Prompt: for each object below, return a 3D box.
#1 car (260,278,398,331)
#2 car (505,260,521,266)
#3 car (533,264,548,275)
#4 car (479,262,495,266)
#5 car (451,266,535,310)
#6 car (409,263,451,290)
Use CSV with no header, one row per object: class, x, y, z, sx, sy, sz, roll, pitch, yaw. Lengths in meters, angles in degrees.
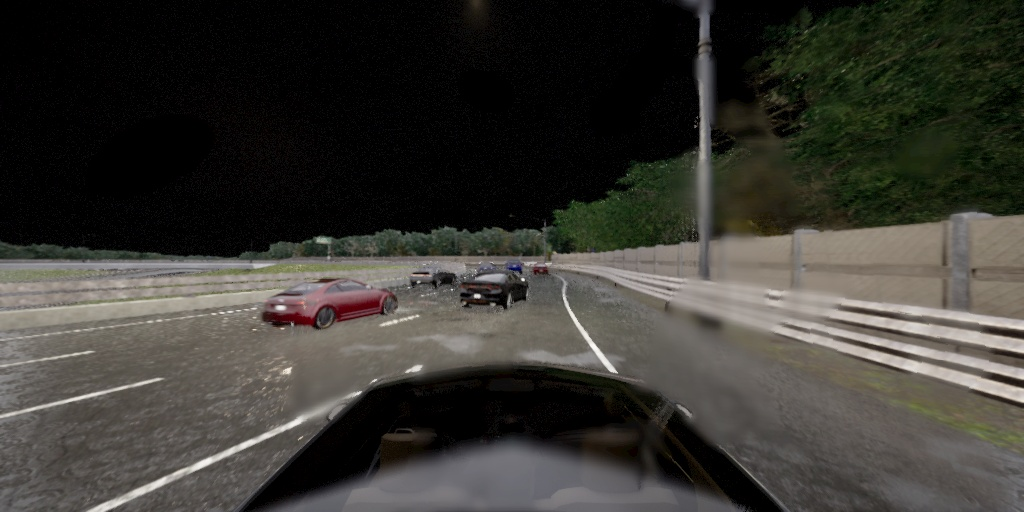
car,-5.597,1.394,11.567,1.994,1.385,4.181,0,-1,19
car,0.177,1.525,51.787,2.150,2.045,5.566,1,-1,-3
car,3.734,1.768,48.929,1.882,1.535,5.008,1,-1,-1
car,-3.200,1.570,45.665,2.097,1.767,4.553,0,-1,0
car,-0.601,1.379,15.751,1.882,1.535,5.008,0,-1,16
car,-5.434,1.472,25.121,2.128,1.511,4.902,0,-1,11
